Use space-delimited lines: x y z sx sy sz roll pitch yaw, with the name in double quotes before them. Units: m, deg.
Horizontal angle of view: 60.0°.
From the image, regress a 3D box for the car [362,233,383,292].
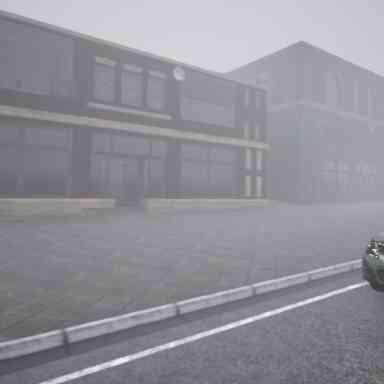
"car" 6.233 1.194 7.698 5.566 2.045 2.150 0 0 -35
